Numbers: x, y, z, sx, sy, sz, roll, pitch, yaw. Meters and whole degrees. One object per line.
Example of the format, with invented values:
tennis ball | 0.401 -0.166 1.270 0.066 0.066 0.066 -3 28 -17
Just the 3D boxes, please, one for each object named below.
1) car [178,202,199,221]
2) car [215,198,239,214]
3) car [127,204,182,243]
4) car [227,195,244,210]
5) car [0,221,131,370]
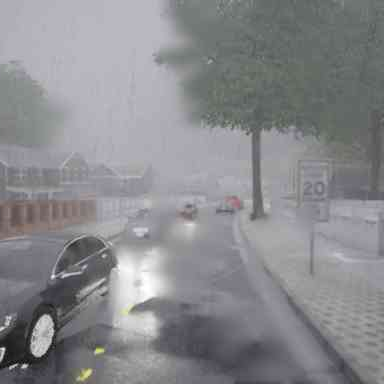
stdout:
car | -0.581 1.619 28.786 1.882 1.535 5.008 0 0 9
car | 3.912 1.781 38.508 1.994 1.385 4.181 1 0 12
car | -2.012 1.564 16.627 2.128 1.511 4.902 0 0 5
car | 6.201 1.480 48.506 2.150 2.045 5.566 1 0 15
car | -2.751 1.528 6.009 1.837 1.490 4.892 0 -1 5
